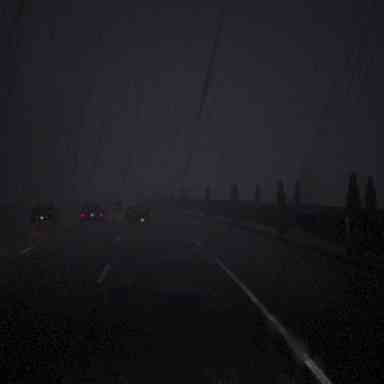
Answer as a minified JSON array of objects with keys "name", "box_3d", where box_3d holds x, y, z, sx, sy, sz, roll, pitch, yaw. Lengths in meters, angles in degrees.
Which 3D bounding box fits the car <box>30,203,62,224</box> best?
[{"name":"car","box_3d":[-11.715,1.648,26.715,1.837,1.490,4.892,0,0,-17]}]

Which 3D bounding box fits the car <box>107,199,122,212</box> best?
[{"name":"car","box_3d":[-10.076,1.678,42.190,1.837,1.490,4.892,0,-1,-22]}]

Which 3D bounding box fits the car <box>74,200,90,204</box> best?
[{"name":"car","box_3d":[-13.159,1.681,40.480,2.128,1.511,4.902,0,0,-22]}]

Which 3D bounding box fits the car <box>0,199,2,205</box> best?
[{"name":"car","box_3d":[-39.467,1.935,66.842,2.128,1.511,4.902,0,0,-23]}]

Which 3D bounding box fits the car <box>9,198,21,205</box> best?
[{"name":"car","box_3d":[-36.240,1.919,68.198,1.812,1.442,4.674,0,0,-23]}]

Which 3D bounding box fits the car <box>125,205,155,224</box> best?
[{"name":"car","box_3d":[-4.126,1.697,25.769,1.895,1.301,4.718,0,0,-16]}]

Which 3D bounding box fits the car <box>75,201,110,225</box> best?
[{"name":"car","box_3d":[-7.615,1.662,25.399,2.033,1.411,5.357,0,0,-16]}]
